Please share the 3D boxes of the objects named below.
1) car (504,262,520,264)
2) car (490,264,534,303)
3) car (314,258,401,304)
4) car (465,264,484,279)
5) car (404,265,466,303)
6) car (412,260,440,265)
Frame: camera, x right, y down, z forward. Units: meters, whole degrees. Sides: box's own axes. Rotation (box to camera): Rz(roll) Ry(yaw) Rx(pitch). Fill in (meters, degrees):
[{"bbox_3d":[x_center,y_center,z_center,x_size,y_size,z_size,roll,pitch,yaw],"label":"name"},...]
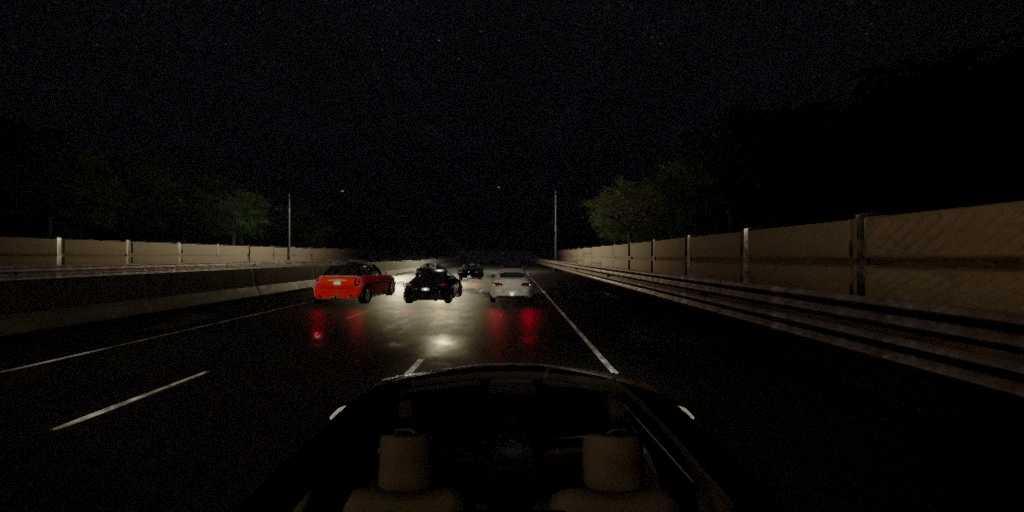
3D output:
[{"bbox_3d":[0.000,1.221,31.504,1.882,1.535,5.008,0,0,0],"label":"car"},{"bbox_3d":[0.000,1.276,16.503,1.812,1.442,4.674,0,0,0],"label":"car"},{"bbox_3d":[-7.000,1.110,16.473,2.097,1.767,4.553,0,0,0],"label":"car"},{"bbox_3d":[-3.500,1.352,31.534,1.895,1.301,4.718,0,0,0],"label":"car"},{"bbox_3d":[-3.500,1.316,16.503,1.994,1.385,4.181,0,0,0],"label":"car"},{"bbox_3d":[-7.000,1.299,31.504,2.033,1.411,5.357,0,0,0],"label":"car"}]
